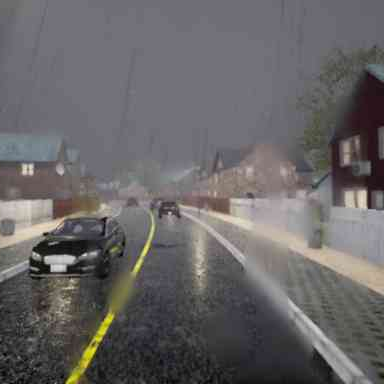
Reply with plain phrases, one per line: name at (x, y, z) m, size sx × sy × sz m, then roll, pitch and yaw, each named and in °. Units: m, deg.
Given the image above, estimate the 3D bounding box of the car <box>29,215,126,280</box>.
car at (-3.183, 1.492, 10.086) m, size 2.128 × 1.511 × 4.902 m, roll 0°, pitch 0°, yaw -3°

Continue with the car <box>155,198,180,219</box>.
car at (-2.131, 1.535, 29.935) m, size 1.837 × 1.490 × 4.892 m, roll 0°, pitch -1°, yaw -7°

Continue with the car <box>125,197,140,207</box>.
car at (-9.304, 1.617, 51.861) m, size 1.837 × 1.490 × 4.892 m, roll 0°, pitch 0°, yaw -14°

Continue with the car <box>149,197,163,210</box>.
car at (-4.494, 1.436, 43.661) m, size 2.097 × 1.767 × 4.553 m, roll 0°, pitch 0°, yaw -11°
